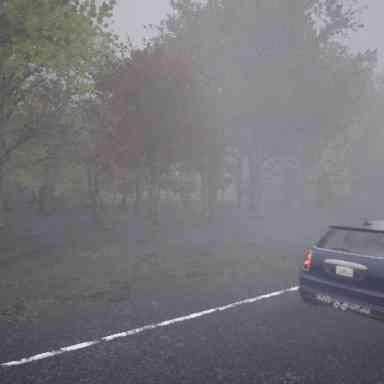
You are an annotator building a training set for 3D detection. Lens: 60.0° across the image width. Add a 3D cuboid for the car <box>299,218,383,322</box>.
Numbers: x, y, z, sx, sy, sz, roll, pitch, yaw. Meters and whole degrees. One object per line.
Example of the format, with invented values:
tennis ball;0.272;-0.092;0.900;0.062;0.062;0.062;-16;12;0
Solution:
car;4.290;1.351;6.816;4.553;1.767;2.097;0;0;-35
